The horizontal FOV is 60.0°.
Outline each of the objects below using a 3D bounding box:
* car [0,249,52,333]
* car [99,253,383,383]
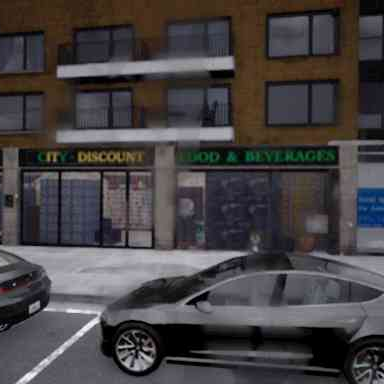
[{"bbox_3d":[-4.610,1.561,5.548,4.403,1.369,2.008,0,1,9],"label":"car"},{"bbox_3d":[0.900,1.574,4.628,4.313,1.339,1.947,0,1,9],"label":"car"}]
